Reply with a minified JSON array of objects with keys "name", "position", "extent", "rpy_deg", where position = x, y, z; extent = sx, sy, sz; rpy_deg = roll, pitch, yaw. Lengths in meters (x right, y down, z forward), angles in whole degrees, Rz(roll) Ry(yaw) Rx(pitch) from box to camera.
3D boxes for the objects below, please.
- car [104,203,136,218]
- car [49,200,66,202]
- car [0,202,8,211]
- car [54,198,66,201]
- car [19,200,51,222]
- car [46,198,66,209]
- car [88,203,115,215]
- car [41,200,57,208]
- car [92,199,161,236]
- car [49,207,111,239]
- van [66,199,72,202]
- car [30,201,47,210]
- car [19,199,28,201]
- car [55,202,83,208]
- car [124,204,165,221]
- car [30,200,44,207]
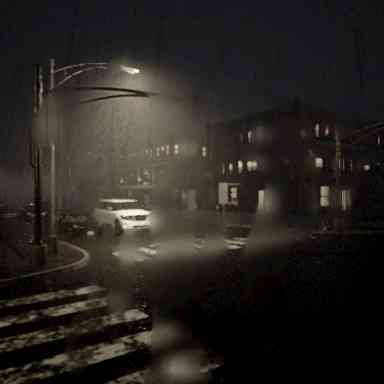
[{"name":"car","position":[-7.741,1.941,35.595],"extent":[1.802,1.307,4.206],"rpy_deg":[-1,0,-35]},{"name":"car","position":[-16.120,1.952,37.417],"extent":[1.882,1.535,5.008],"rpy_deg":[-1,0,-35]},{"name":"car","position":[-30.517,2.250,53.145],"extent":[1.752,1.417,4.829],"rpy_deg":[-1,0,-35]},{"name":"car","position":[-20.687,2.064,49.331],"extent":[1.882,1.535,5.008],"rpy_deg":[-1,0,-35]},{"name":"car","position":[-14.571,1.863,30.734],"extent":[1.967,1.590,4.097],"rpy_deg":[-1,0,-35]},{"name":"car","position":[-23.793,1.978,58.143],"extent":[2.192,1.841,5.009],"rpy_deg":[-1,0,-35]},{"name":"car","position":[-10.950,2.003,40.105],"extent":[1.802,1.307,4.206],"rpy_deg":[-1,0,-35]},{"name":"car","position":[-26.998,2.266,62.653],"extent":[1.887,1.381,4.507],"rpy_deg":[-1,0,-35]},{"name":"car","position":[-4.399,1.465,20.923],"extent":[2.150,2.045,5.566],"rpy_deg":[-1,0,-35]},{"name":"car","position":[-6.621,1.831,19.358],"extent":[1.947,1.339,4.313],"rpy_deg":[-1,0,-35]},{"name":"van","position":[-20.583,1.945,53.634],"extent":[1.690,1.788,3.998],"rpy_deg":[-1,0,-35]},{"name":"car","position":[-26.729,2.262,57.824],"extent":[1.994,1.385,4.181],"rpy_deg":[-1,0,-35]},{"name":"car","position":[-43.046,2.448,85.202],"extent":[1.967,1.590,4.097],"rpy_deg":[-1,0,-35]},{"name":"car","position":[-10.332,1.909,29.263],"extent":[2.033,1.411,5.357],"rpy_deg":[-1,0,-35]},{"name":"car","position":[-4.532,1.847,31.085],"extent":[2.008,1.369,4.403],"rpy_deg":[-1,0,-35]},{"name":"car","position":[-33.416,2.402,71.673],"extent":[1.947,1.339,4.313],"rpy_deg":[-1,0,-35]}]
